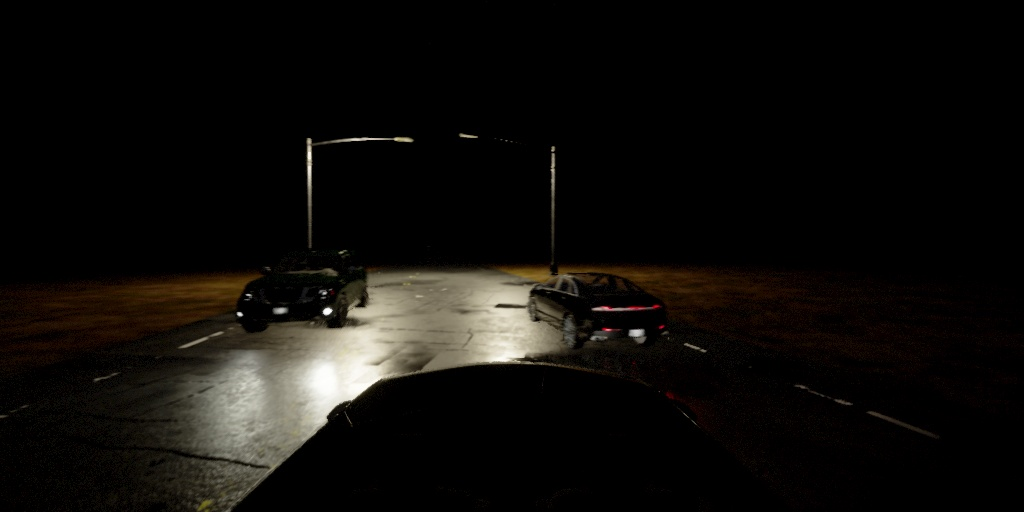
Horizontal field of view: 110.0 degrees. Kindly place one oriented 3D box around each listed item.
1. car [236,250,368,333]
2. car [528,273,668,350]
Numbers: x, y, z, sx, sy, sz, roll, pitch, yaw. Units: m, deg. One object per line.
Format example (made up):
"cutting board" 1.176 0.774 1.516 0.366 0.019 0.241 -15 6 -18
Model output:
"car" -5.803 0.846 10.769 2.150 2.045 5.566 0 1 -13
"car" 1.768 1.159 8.920 2.128 1.511 4.902 0 1 -12
